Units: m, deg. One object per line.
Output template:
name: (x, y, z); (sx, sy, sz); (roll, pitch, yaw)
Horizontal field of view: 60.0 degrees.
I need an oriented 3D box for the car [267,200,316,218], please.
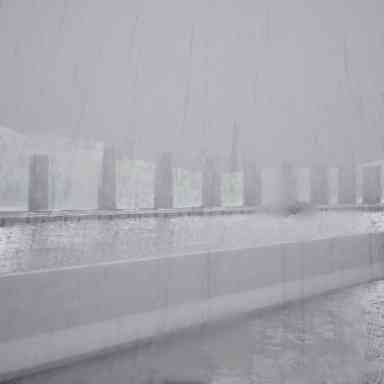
car: (9.003, 1.482, 30.053); (4.902, 1.511, 2.128); (0, 0, -30)
